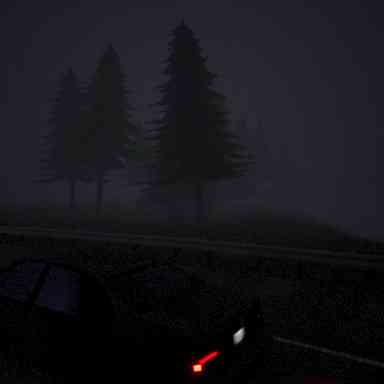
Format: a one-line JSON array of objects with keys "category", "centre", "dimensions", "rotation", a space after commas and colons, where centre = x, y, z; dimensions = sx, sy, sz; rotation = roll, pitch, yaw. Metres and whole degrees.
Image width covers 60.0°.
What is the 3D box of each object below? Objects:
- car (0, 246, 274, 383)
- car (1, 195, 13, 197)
[{"category": "car", "centre": [-1.632, 1.541, 4.789], "dimensions": [5.357, 1.411, 2.033], "rotation": [0, 0, 32]}, {"category": "car", "centre": [-43.531, 1.422, 77.789], "dimensions": [1.837, 1.490, 4.892], "rotation": [0, 0, -1]}]
